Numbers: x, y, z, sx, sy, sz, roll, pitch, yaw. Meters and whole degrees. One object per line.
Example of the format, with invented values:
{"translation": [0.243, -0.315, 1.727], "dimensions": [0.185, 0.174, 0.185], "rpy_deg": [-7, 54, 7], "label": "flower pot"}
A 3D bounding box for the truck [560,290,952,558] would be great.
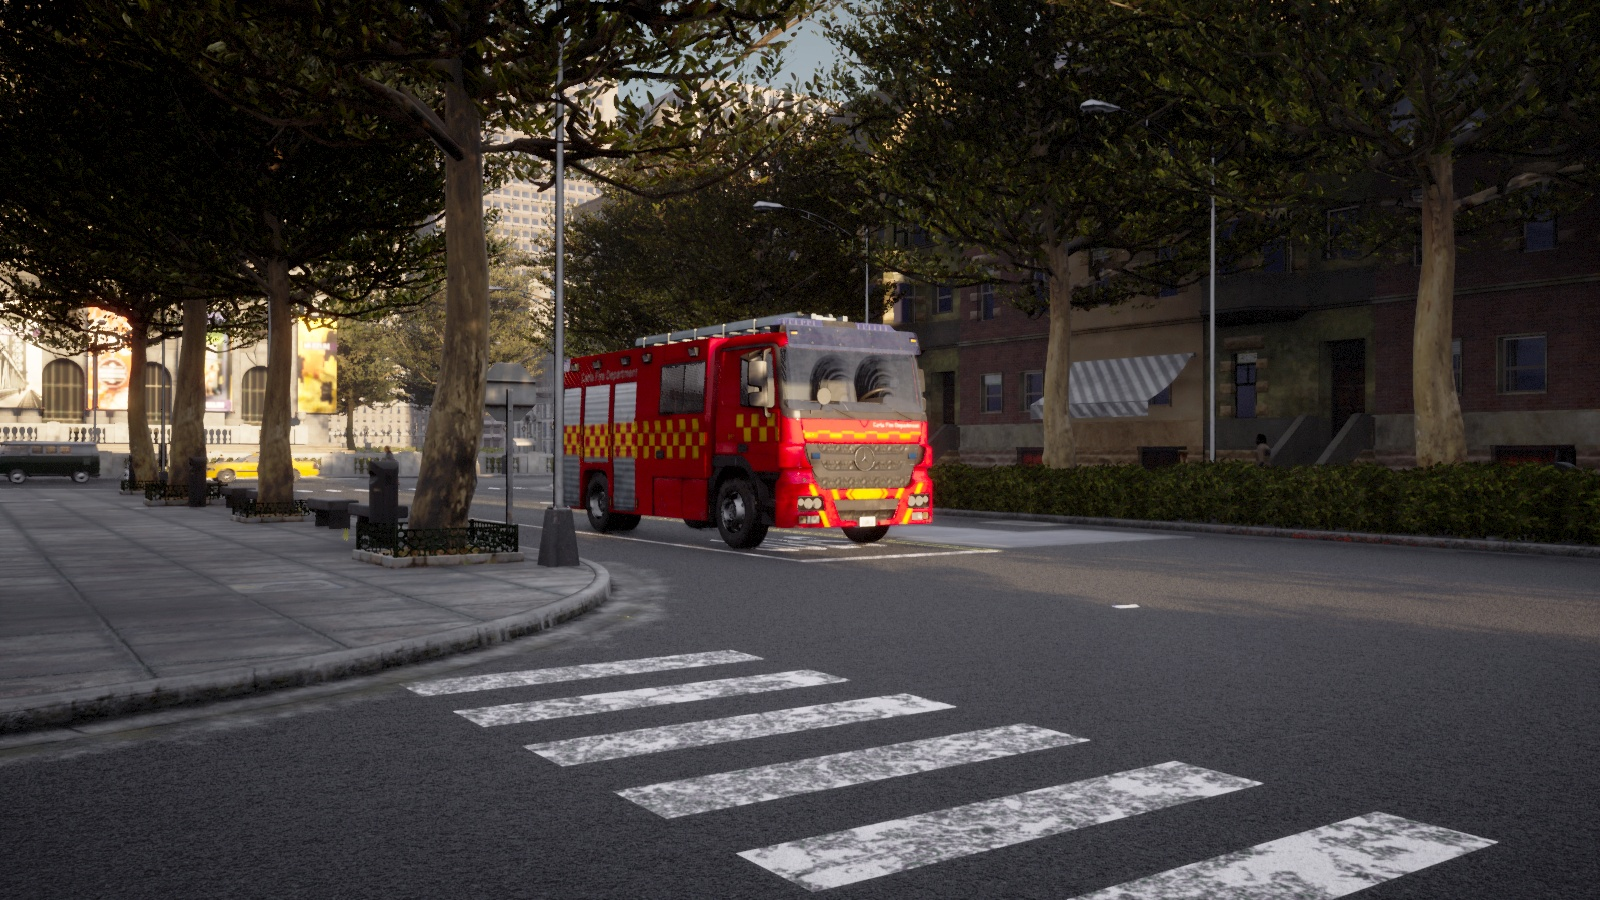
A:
{"translation": [-1.199, -0.363, 22.272], "dimensions": [2.891, 3.827, 8.468], "rpy_deg": [0, 0, -34], "label": "truck"}

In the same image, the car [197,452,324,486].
{"translation": [-26.033, 0.887, 60.655], "dimensions": [5.366, 1.575, 1.801], "rpy_deg": [0, 0, -35], "label": "car"}

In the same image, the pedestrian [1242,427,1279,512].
{"translation": [10.560, 0.449, 28.817], "dimensions": [0.396, 1.930, 0.692], "rpy_deg": [0, 0, -34], "label": "pedestrian"}

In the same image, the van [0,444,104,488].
{"translation": [-35.206, 0.717, 58.774], "dimensions": [4.442, 1.987, 1.775], "rpy_deg": [0, 0, -34], "label": "van"}
